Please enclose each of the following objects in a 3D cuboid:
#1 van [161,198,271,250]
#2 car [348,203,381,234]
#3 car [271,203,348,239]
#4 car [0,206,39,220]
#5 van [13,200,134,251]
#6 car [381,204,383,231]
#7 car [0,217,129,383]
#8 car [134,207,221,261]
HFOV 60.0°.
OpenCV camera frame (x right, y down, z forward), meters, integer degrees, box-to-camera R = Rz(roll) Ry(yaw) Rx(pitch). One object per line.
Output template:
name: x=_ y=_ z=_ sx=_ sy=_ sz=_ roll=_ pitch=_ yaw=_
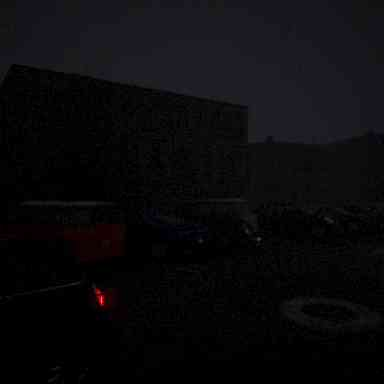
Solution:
van: x=0.742 y=1.258 z=13.993 sx=4.442 sy=1.987 sz=1.878 roll=-1 pitch=-1 yaw=34
car: x=7.808 y=1.497 z=19.166 sx=4.892 sy=1.521 sz=2.231 roll=-1 pitch=-1 yaw=35
car: x=5.399 y=1.367 z=17.481 sx=4.553 sy=1.767 sz=2.185 roll=-1 pitch=-1 yaw=35
car: x=-6.497 y=1.359 z=8.924 sx=4.553 sy=1.767 sz=2.185 roll=-1 pitch=0 yaw=34
van: x=-4.231 y=1.261 z=10.710 sx=4.442 sy=1.987 sz=1.878 roll=-1 pitch=0 yaw=35
car: x=10.226 y=1.531 z=20.850 sx=4.792 sy=1.488 sz=2.163 roll=-1 pitch=-1 yaw=35
car: x=-3.243 y=1.353 z=3.514 sx=4.553 sy=1.767 sz=2.097 roll=0 pitch=0 yaw=-35
car: x=-1.739 y=1.484 z=12.343 sx=5.008 sy=1.535 sz=2.097 roll=-1 pitch=-1 yaw=35
